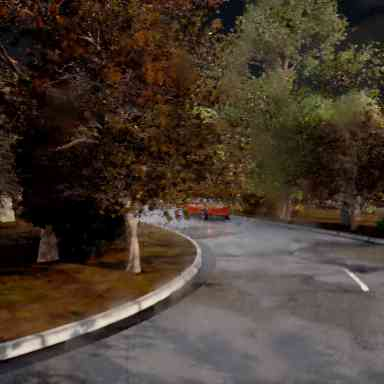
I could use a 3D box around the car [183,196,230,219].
[{"bbox_3d":[1.020,1.077,25.767,2.097,1.767,4.553,2,0,-25],"label":"car"}]
